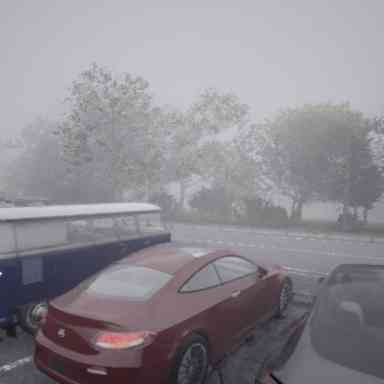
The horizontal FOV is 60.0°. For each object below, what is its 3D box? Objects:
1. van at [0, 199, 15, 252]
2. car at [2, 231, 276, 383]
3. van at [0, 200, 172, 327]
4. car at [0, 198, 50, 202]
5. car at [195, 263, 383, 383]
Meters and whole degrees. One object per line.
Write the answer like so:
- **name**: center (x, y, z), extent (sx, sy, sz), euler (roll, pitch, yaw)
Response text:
- **van**: center (-8.931, 1.272, 11.658), extent (1.878, 1.987, 4.442), euler (-1, -1, 35)
- **car**: center (0.027, 1.511, 5.124), extent (2.002, 1.452, 4.674), euler (0, 0, 35)
- **van**: center (-2.163, 1.237, 6.832), extent (1.878, 1.987, 4.442), euler (0, 0, 35)
- **car**: center (-6.755, 1.210, 9.928), extent (2.435, 2.045, 5.566), euler (-1, -1, 35)
- **car**: center (2.307, 1.509, 3.537), extent (2.163, 1.488, 4.792), euler (0, 0, 35)
